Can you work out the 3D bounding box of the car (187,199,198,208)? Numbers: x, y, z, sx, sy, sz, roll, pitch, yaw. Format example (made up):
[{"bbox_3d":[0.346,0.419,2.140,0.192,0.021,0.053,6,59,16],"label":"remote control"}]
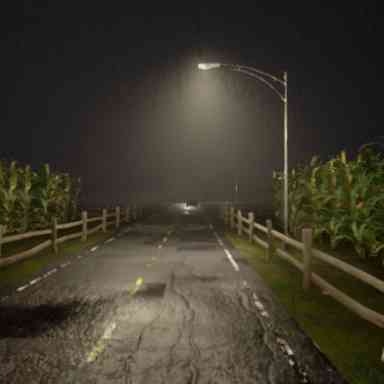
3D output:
[{"bbox_3d":[0.028,2.046,63.543,2.097,1.767,4.553,0,-1,0],"label":"car"}]

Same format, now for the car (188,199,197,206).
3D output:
[{"bbox_3d":[0.032,2.278,73.488,1.882,1.535,5.008,0,-1,0],"label":"car"}]
